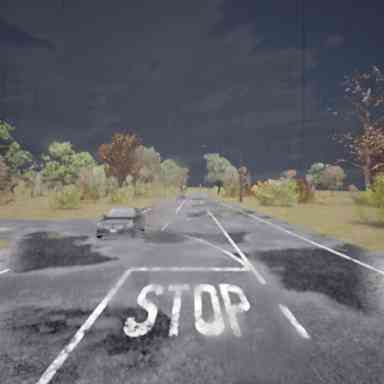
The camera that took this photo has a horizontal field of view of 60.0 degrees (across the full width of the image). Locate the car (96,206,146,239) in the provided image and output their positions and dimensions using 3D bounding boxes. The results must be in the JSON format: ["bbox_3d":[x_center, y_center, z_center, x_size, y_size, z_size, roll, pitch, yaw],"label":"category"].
[{"bbox_3d":[-3.478,1.455,17.039,1.812,1.442,4.674,0,0,0],"label":"car"}]

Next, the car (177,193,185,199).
[{"bbox_3d":[-2.893,1.128,87.147,1.837,1.490,4.892,0,0,5],"label":"car"}]
